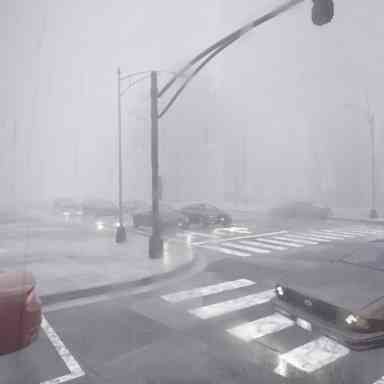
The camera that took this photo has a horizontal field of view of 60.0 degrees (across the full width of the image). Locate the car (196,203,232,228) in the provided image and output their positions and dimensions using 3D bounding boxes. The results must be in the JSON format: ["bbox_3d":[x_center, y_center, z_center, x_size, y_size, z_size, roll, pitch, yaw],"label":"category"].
[{"bbox_3d":[0.676,1.454,21.665,1.994,1.385,4.181,-1,1,-36],"label":"car"}]

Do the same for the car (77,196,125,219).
[{"bbox_3d":[-7.719,1.334,27.826,1.882,1.535,5.008,-1,1,-35],"label":"car"}]

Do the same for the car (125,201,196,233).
[{"bbox_3d":[-1.990,1.462,19.807,1.812,1.442,4.674,-1,1,-35],"label":"car"}]

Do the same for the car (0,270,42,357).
[{"bbox_3d":[-4.144,1.545,3.702,4.507,1.381,1.887,0,-1,-36],"label":"car"}]

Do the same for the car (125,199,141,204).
[{"bbox_3d":[-5.128,1.372,29.795,1.994,1.385,4.181,-1,1,-35],"label":"car"}]

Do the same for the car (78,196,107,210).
[{"bbox_3d":[-11.810,1.241,39.179,1.812,1.442,4.674,-1,1,-35],"label":"car"}]

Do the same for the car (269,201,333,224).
[{"bbox_3d":[7.600,1.339,23.502,1.812,1.442,4.674,-1,1,-36],"label":"car"}]

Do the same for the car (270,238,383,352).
[{"bbox_3d":[4.060,1.546,5.972,5.357,1.411,2.033,0,0,-25],"label":"car"}]

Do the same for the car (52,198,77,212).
[{"bbox_3d":[-13.788,1.319,36.333,2.033,1.411,5.357,-1,1,-36],"label":"car"}]
